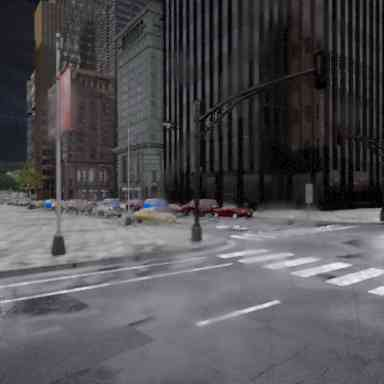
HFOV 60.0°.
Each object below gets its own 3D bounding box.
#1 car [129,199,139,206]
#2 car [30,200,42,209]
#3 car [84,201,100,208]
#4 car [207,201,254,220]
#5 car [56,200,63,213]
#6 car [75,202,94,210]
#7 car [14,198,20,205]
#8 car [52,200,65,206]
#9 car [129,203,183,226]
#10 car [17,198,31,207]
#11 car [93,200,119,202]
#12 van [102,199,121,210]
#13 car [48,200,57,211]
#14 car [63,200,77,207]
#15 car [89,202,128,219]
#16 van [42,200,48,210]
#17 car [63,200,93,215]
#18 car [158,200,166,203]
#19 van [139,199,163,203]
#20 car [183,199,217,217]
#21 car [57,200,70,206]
[{"bbox_3d":[-7.905,1.894,48.390,2.192,1.841,5.009,-1,0,-35],"label":"car"},{"bbox_3d":[-28.661,2.364,62.856,1.967,1.590,4.097,-1,0,-35],"label":"car"},{"bbox_3d":[-19.405,2.425,64.549,1.802,1.307,4.206,-1,0,-35],"label":"car"},{"bbox_3d":[3.862,1.848,31.785,1.887,1.381,4.507,-1,0,-35],"label":"car"},{"bbox_3d":[-17.241,2.207,46.775,1.887,1.381,4.507,-1,0,-35],"label":"car"},{"bbox_3d":[-19.310,2.400,59.661,1.895,1.301,4.718,0,-1,-35],"label":"car"},{"bbox_3d":[-41.111,2.780,80.394,1.802,1.307,4.206,-1,0,-35],"label":"car"},{"bbox_3d":[-34.464,2.728,85.758,2.008,1.369,4.403,-1,0,-35],"label":"car"},{"bbox_3d":[-2.999,1.855,26.718,1.752,1.417,4.829,-1,0,-35],"label":"car"},{"bbox_3d":[-37.999,2.676,76.010,1.887,1.381,4.507,-1,0,-35],"label":"car"},{"bbox_3d":[-10.230,2.088,41.529,2.033,1.411,5.357,0,-1,-35],"label":"car"},{"bbox_3d":[-13.785,2.056,56.693,1.690,1.788,3.998,-1,0,-35],"label":"van"},{"bbox_3d":[-20.071,2.167,50.759,1.967,1.590,4.097,-1,0,-35],"label":"car"},{"bbox_3d":[-28.440,2.613,77.274,1.947,1.339,4.313,-1,0,-35],"label":"car"},{"bbox_3d":[-8.754,2.015,34.824,2.008,1.369,4.403,-1,0,-35],"label":"car"},{"bbox_3d":[-22.902,2.133,54.743,1.690,1.788,3.998,-1,0,-35],"label":"van"},{"bbox_3d":[-14.417,1.911,42.792,2.192,1.841,5.009,-1,0,-35],"label":"car"},{"bbox_3d":[-2.018,2.024,40.087,1.802,1.307,4.206,-1,0,-35],"label":"car"},{"bbox_3d":[-4.964,1.852,44.239,1.690,1.788,3.998,-1,0,-35],"label":"van"},{"bbox_3d":[0.917,1.688,35.937,2.192,1.841,5.009,-1,0,-35],"label":"car"},{"bbox_3d":[-31.453,2.678,81.516,1.947,1.339,4.313,-1,0,-35],"label":"car"}]
